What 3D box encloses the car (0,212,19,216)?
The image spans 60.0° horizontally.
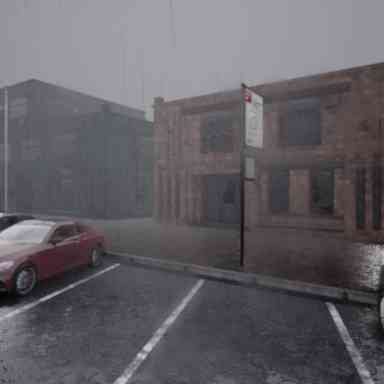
[{"bbox_3d":[-6.423,1.410,10.267,2.163,1.488,4.792,1,0,14],"label":"car"}]

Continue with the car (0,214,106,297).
[{"bbox_3d":[-3.923,1.449,8.623,2.002,1.452,4.674,1,0,14],"label":"car"}]

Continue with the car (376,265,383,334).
[{"bbox_3d":[3.557,1.497,3.617,2.231,1.521,4.892,1,0,14],"label":"car"}]
